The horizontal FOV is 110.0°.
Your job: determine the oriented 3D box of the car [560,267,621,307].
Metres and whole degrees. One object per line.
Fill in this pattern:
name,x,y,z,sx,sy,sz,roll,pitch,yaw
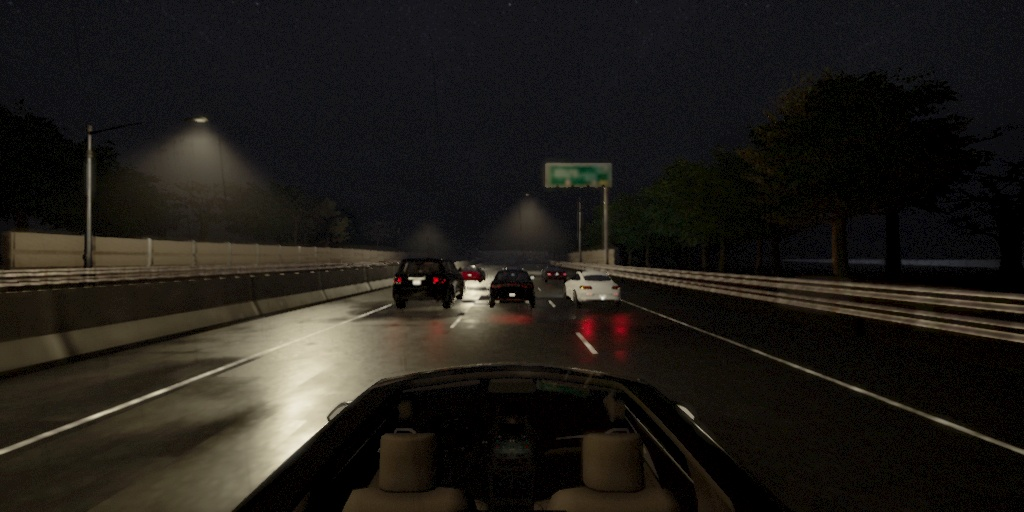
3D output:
car,3.523,1.393,16.171,1.812,1.442,4.674,0,0,0

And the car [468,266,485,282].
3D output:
car,-3.416,1.529,31.127,1.994,1.385,4.181,0,0,1

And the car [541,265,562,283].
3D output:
car,3.577,1.510,30.746,2.033,1.411,5.357,0,0,0

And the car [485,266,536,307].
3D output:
car,0.024,1.346,16.280,1.882,1.535,5.008,0,0,0

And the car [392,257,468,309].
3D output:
car,-3.484,1.081,15.835,2.150,2.045,5.566,0,0,0
